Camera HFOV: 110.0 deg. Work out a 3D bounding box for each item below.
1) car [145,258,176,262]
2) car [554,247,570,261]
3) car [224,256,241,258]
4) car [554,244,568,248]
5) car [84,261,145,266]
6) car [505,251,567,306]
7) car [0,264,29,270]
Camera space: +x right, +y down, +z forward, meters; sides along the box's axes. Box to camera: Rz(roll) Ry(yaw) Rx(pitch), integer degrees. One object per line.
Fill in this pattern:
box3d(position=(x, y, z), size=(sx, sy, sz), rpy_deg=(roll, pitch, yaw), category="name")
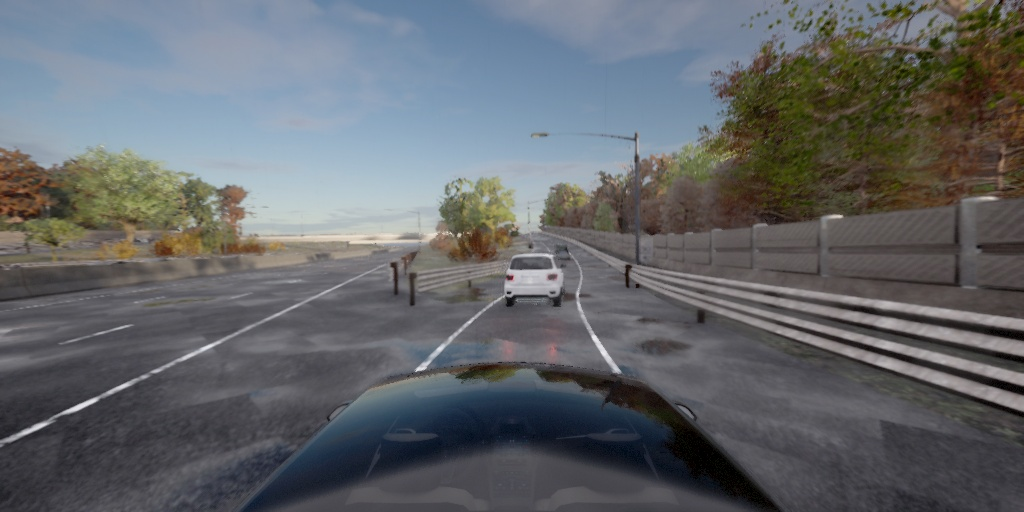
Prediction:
box3d(position=(-42.492, 0.970, 43.006), size=(1.882, 1.535, 5.008), rpy_deg=(-2, 2, -14), category="car")
box3d(position=(7.522, -0.074, 52.693), size=(1.994, 1.385, 4.181), rpy_deg=(-1, 4, 6), category="car")
box3d(position=(-36.043, 0.764, 46.058), size=(1.837, 1.490, 4.892), rpy_deg=(-2, 2, -14), category="car")
box3d(position=(8.515, -1.157, 62.282), size=(2.150, 2.045, 5.566), rpy_deg=(-1, 5, 4), category="car")
box3d(position=(-31.395, 1.163, 27.581), size=(1.837, 1.490, 4.892), rpy_deg=(-2, 1, -14), category="car")
box3d(position=(1.115, 0.920, 15.604), size=(2.150, 2.045, 5.566), rpy_deg=(-1, 0, 10), category="car")
box3d(position=(-38.249, 1.348, 26.167), size=(2.128, 1.511, 4.902), rpy_deg=(-2, 1, -14), category="car")
